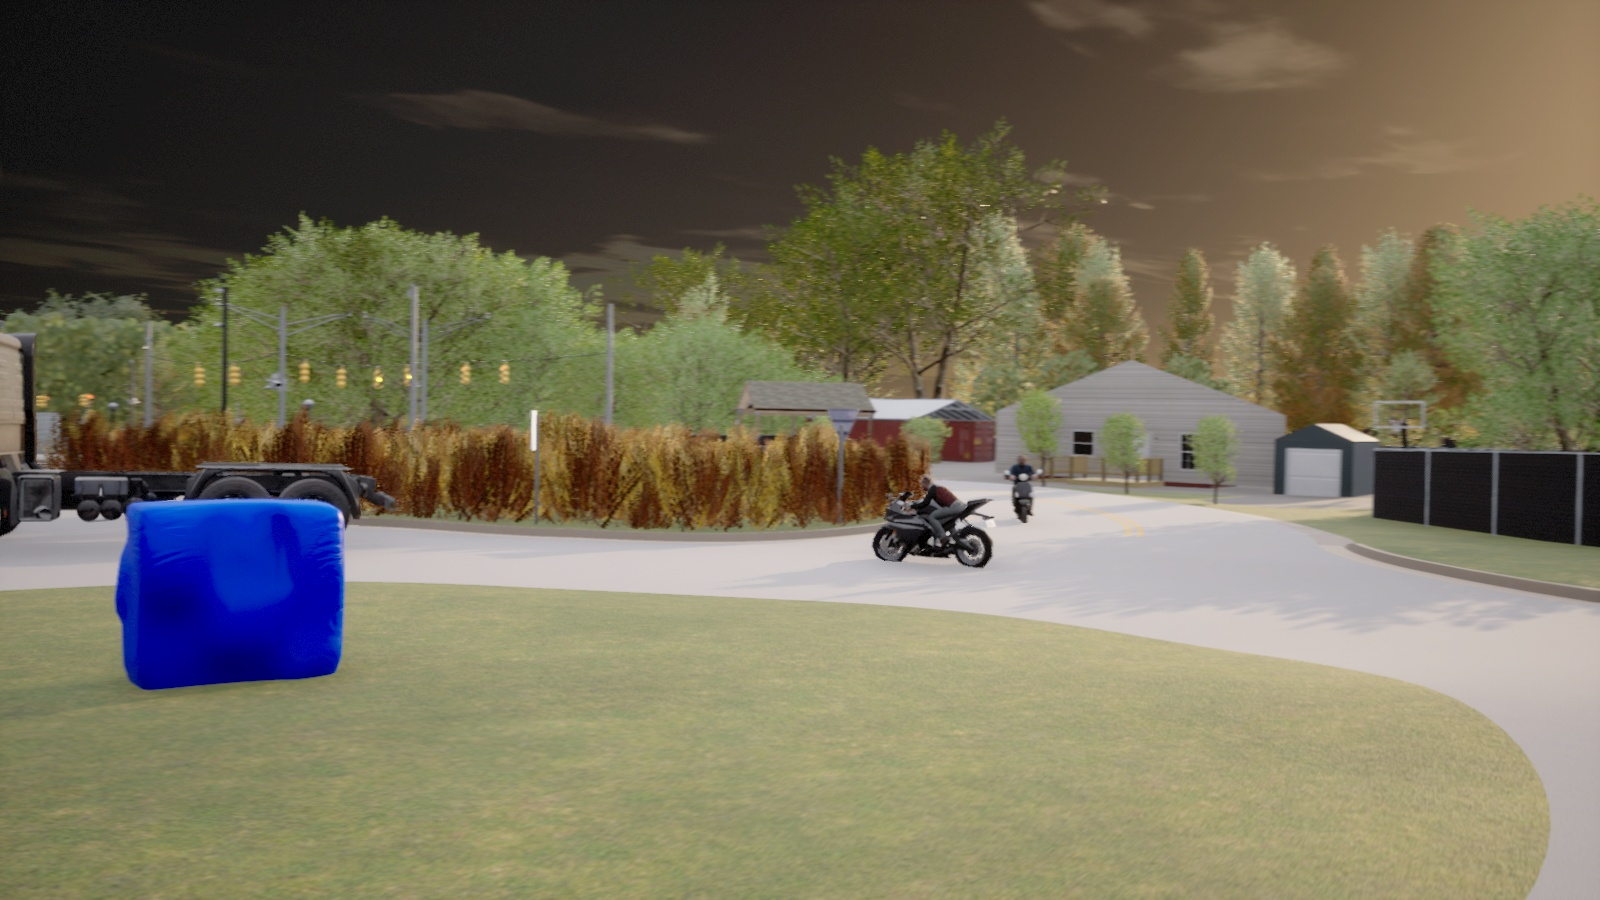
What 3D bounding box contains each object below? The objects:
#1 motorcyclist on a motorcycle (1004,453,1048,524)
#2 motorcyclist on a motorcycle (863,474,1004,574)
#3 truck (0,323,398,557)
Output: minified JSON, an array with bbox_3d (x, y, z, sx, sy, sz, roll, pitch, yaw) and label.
[{"bbox_3d":[5.278,0.871,29.437,0.866,1.590,1.817,0,1,6],"label":"motorcyclist on a motorcycle"},{"bbox_3d":[2.221,1.200,21.038,2.191,1.530,0.866,1,1,34],"label":"motorcyclist on a motorcycle"},{"bbox_3d":[-10.863,-0.144,20.493,7.936,3.462,2.891,1,0,-23],"label":"truck"}]
